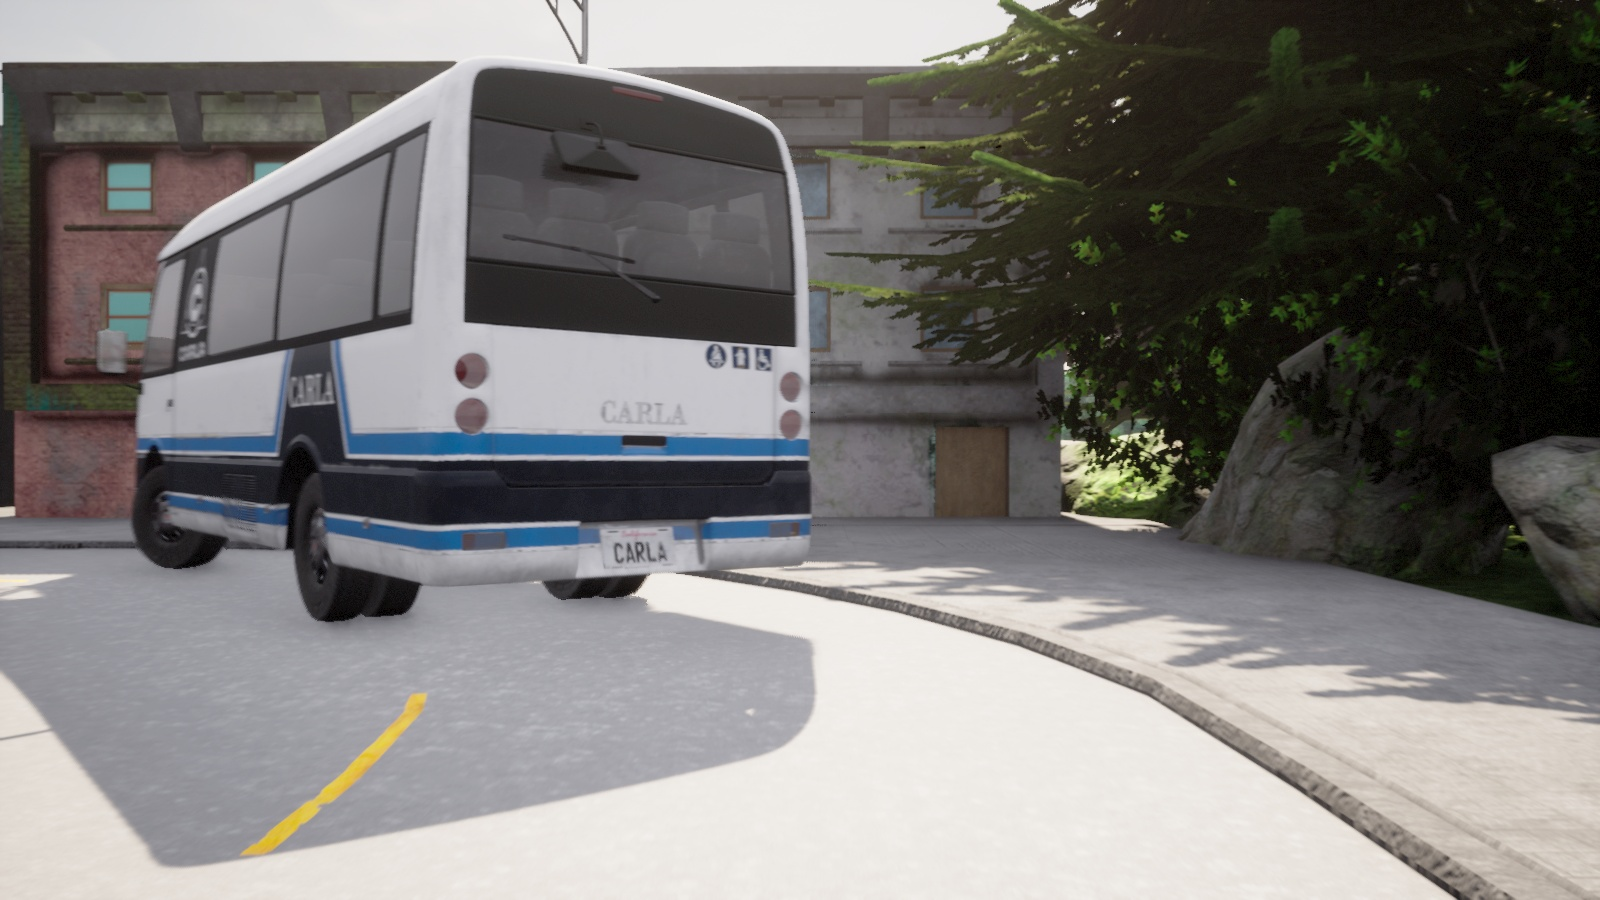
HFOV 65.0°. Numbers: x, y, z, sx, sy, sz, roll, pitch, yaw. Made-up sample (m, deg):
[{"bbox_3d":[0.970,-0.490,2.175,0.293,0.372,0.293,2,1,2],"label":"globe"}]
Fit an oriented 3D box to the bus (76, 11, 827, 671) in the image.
[{"bbox_3d":[-4.535,-0.704,13.336,3.944,4.253,10.273,1,0,-38],"label":"bus"}]
